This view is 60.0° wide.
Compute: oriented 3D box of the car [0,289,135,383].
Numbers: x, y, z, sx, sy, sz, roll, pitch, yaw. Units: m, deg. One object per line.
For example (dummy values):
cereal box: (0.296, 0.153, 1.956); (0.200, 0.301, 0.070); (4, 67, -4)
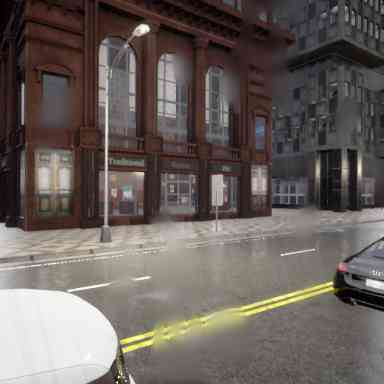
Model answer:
car: (-2.920, 1.221, 1.352); (5.566, 2.045, 2.150); (0, 0, -36)

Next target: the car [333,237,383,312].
car: (4.817, 1.562, 6.893); (4.181, 1.385, 1.994); (0, 0, -35)
